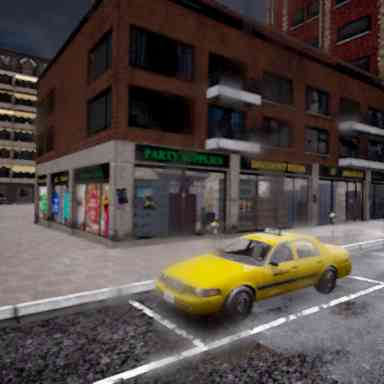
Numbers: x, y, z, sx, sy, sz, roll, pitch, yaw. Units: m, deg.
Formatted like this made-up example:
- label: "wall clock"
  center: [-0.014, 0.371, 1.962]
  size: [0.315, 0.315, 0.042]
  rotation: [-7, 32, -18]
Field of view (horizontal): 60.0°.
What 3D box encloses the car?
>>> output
- label: "car"
  center: [1.570, 1.502, 7.196]
  size: [4.829, 1.417, 1.752]
  rotation: [0, 2, -35]
